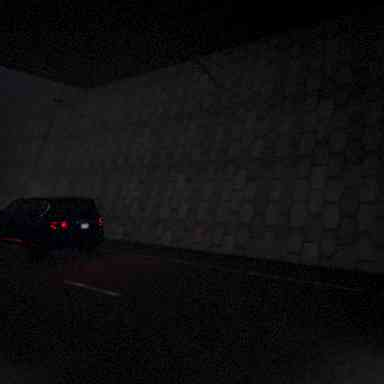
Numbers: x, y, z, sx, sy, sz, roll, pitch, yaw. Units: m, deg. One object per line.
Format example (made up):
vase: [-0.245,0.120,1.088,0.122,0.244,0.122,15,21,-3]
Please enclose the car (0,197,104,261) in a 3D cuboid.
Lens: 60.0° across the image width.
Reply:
car: [-5.675,1.202,12.466,5.566,2.045,2.150,0,0,36]
